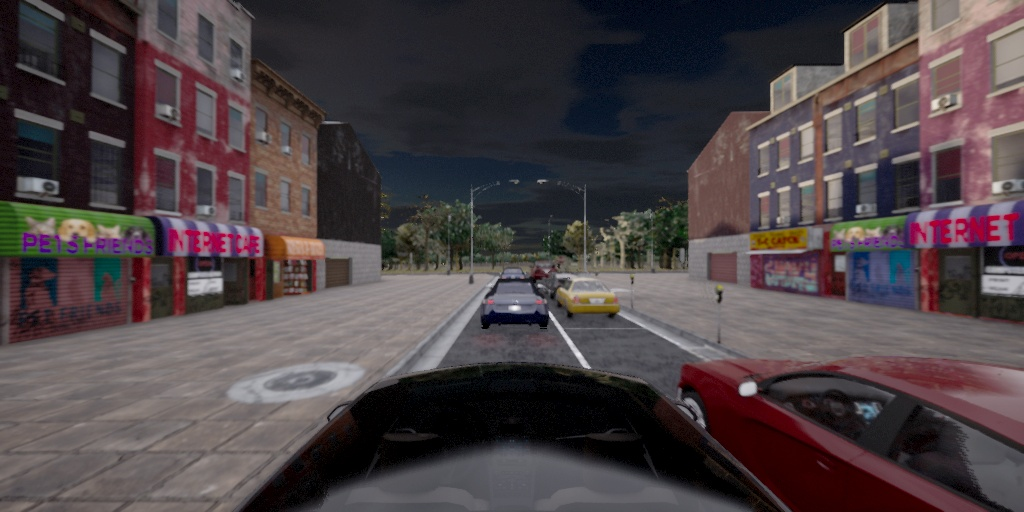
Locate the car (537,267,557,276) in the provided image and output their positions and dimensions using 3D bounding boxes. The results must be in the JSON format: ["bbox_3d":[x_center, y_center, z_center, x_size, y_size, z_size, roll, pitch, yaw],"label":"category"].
[{"bbox_3d":[2.628,1.448,18.771,2.007,1.370,4.403,0,0,0],"label":"car"}]

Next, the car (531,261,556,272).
[{"bbox_3d":[2.621,1.316,29.862,2.192,1.841,5.009,0,0,0],"label":"car"}]

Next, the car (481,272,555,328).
[{"bbox_3d":[0.083,1.396,11.685,1.994,1.385,4.181,0,-1,0],"label":"car"}]

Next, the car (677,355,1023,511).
[{"bbox_3d":[2.638,1.298,2.138,1.888,1.381,4.507,0,0,0],"label":"car"}]

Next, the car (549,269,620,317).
[{"bbox_3d":[2.631,1.371,13.397,1.751,1.417,4.829,0,0,0],"label":"car"}]

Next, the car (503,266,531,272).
[{"bbox_3d":[0.074,1.513,26.080,2.033,1.411,5.357,0,-1,0],"label":"car"}]
